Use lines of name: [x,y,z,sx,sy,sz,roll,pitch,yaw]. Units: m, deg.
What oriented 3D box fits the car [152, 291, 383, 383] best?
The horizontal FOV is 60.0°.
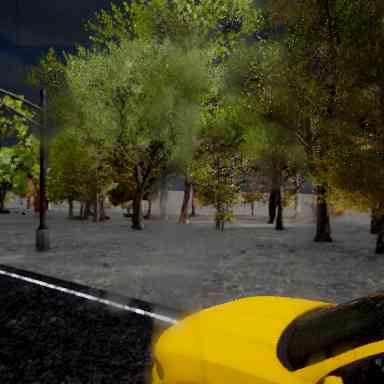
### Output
car: [1.922,1.465,2.300,5.008,1.535,1.882,0,1,35]
